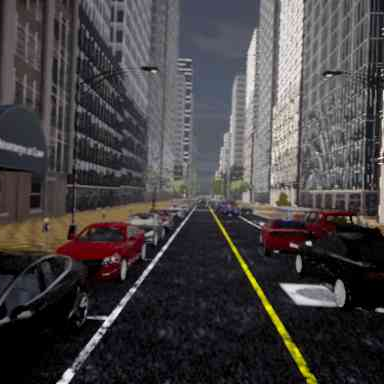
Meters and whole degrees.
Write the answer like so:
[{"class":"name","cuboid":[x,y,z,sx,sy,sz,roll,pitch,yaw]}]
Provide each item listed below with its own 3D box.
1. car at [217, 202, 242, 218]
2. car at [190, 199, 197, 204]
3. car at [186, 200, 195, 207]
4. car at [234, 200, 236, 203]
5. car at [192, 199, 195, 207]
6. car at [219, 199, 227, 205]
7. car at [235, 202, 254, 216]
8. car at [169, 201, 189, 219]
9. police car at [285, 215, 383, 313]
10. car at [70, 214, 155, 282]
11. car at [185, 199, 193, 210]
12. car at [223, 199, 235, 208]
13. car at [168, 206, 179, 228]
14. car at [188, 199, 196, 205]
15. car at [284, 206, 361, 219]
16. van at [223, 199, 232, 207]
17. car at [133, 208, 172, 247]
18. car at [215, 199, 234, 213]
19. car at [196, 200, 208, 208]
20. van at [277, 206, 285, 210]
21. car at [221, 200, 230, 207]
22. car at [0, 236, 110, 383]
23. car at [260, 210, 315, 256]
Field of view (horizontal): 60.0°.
[{"class":"car","cuboid":[4.218,2.228,38.114,1.895,1.301,4.718,2,-1,3]},{"class":"car","cuboid":[0.442,2.736,95.075,2.008,1.369,4.403,2,-1,2]},{"class":"car","cuboid":[-0.343,2.403,72.187,1.752,1.417,4.829,2,-1,2]},{"class":"car","cuboid":[7.842,2.422,66.388,2.192,1.841,5.009,2,-1,2]},{"class":"car","cuboid":[-0.925,2.231,55.316,1.802,1.307,4.206,2,-1,2]},{"class":"car","cuboid":[8.815,2.929,94.785,1.967,1.590,4.097,2,-1,2]},{"class":"car","cuboid":[7.056,2.350,43.665,2.008,1.369,4.403,2,-1,2]},{"class":"car","cuboid":[-1.705,1.892,32.598,2.008,1.369,4.403,2,-1,2]},{"class":"police car","cuboid":[4.067,1.680,8.424,1.930,1.638,5.238,2,-1,2]},{"class":"car","cuboid":[-2.485,1.577,9.878,1.887,1.381,4.507,2,-1,2]},{"class":"car","cuboid":[-1.314,2.046,43.957,2.008,1.369,4.403,2,-1,2]},{"class":"car","cuboid":[8.038,2.499,72.068,2.192,1.841,5.009,2,-1,2]},{"class":"car","cuboid":[-2.096,1.769,21.238,1.802,1.307,4.206,2,-1,2]},{"class":"car","cuboid":[0.051,2.599,83.715,1.947,1.339,4.313,2,-1,2]},{"class":"car","cuboid":[6.086,1.728,15.269,2.192,1.841,5.009,2,-1,2]},{"class":"van","cuboid":[8.232,2.602,77.747,1.690,1.788,3.998,2,-1,2]},{"class":"car","cuboid":[-2.290,1.660,15.558,2.008,1.369,4.403,2,-1,2]},{"class":"car","cuboid":[4.574,2.129,49.301,2.097,1.767,4.553,2,-1,2]},{"class":"car","cuboid":[2.233,2.434,68.637,1.837,1.490,4.892,2,-1,2]},{"class":"van","cuboid":[6.281,1.832,20.949,1.690,1.788,3.998,2,-1,2]},{"class":"car","cuboid":[8.425,2.777,83.425,1.967,1.590,4.097,2,-1,2]},{"class":"car","cuboid":[-2.680,1.520,4.198,1.947,1.339,4.313,2,-1,2]},{"class":"car","cuboid":[4.014,1.805,14.417,1.882,1.535,5.008,2,-1,8]}]
